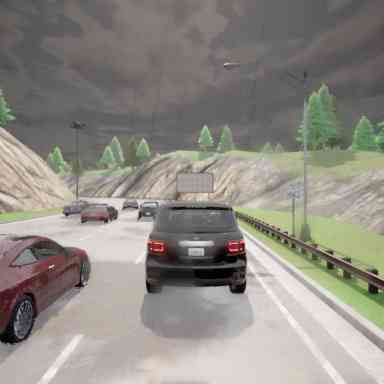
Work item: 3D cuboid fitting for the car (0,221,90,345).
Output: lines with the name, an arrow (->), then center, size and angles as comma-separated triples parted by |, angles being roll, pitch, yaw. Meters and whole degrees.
car -> -3.404, 1.526, 6.260 | 1.812, 1.442, 4.674 | 0, 0, 0

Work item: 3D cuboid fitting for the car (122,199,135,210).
car -> -7.800, 1.547, 42.091 | 2.033, 1.411, 5.357 | 0, 0, -8

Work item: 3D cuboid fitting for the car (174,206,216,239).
car -> 0.126, 1.558, 18.175 | 1.994, 1.385, 4.181 | 0, 0, -1

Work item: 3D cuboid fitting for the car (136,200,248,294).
car -> 0.092, 1.221, 8.960 | 2.150, 2.045, 5.566 | 0, 0, 0

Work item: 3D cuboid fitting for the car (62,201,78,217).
car -> -10.557, 1.547, 31.432 | 2.033, 1.411, 5.357 | 0, 0, -2

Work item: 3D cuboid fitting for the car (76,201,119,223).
car -> -6.928, 1.563, 25.284 | 1.994, 1.385, 4.181 | 0, 0, 0

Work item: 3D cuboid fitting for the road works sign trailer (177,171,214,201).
road works sign trailer -> 0.200, 0.464, 21.672 | 2.380, 3.560, 2.880 | 0, 0, 0

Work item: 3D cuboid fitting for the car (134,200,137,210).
car -> -3.480, 1.525, 28.341 | 1.812, 1.442, 4.674 | 0, 0, -1
